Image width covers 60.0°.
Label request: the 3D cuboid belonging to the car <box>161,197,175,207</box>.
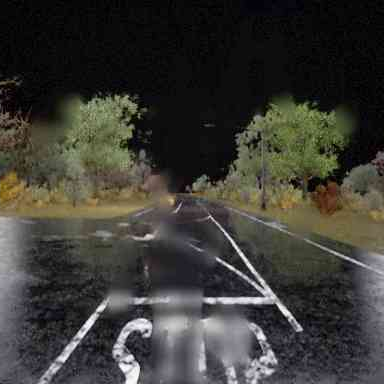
[{"bbox_3d":[-3.678,1.470,50.865,1.882,1.535,5.008,0,0,-1],"label":"car"}]
